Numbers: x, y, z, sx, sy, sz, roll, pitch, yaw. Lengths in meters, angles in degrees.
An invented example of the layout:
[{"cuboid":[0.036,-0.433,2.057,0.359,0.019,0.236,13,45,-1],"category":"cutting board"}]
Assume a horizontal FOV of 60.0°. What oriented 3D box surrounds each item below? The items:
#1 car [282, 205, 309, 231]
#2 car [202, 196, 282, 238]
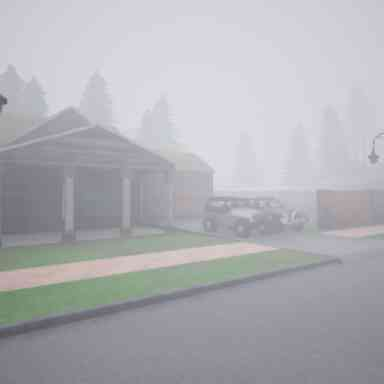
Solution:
[{"cuboid":[3.974,1.164,18.238,1.932,1.855,4.605,0,0,-36],"category":"car"},{"cuboid":[2.165,1.167,16.449,1.905,1.878,3.866,0,0,-36],"category":"car"}]
